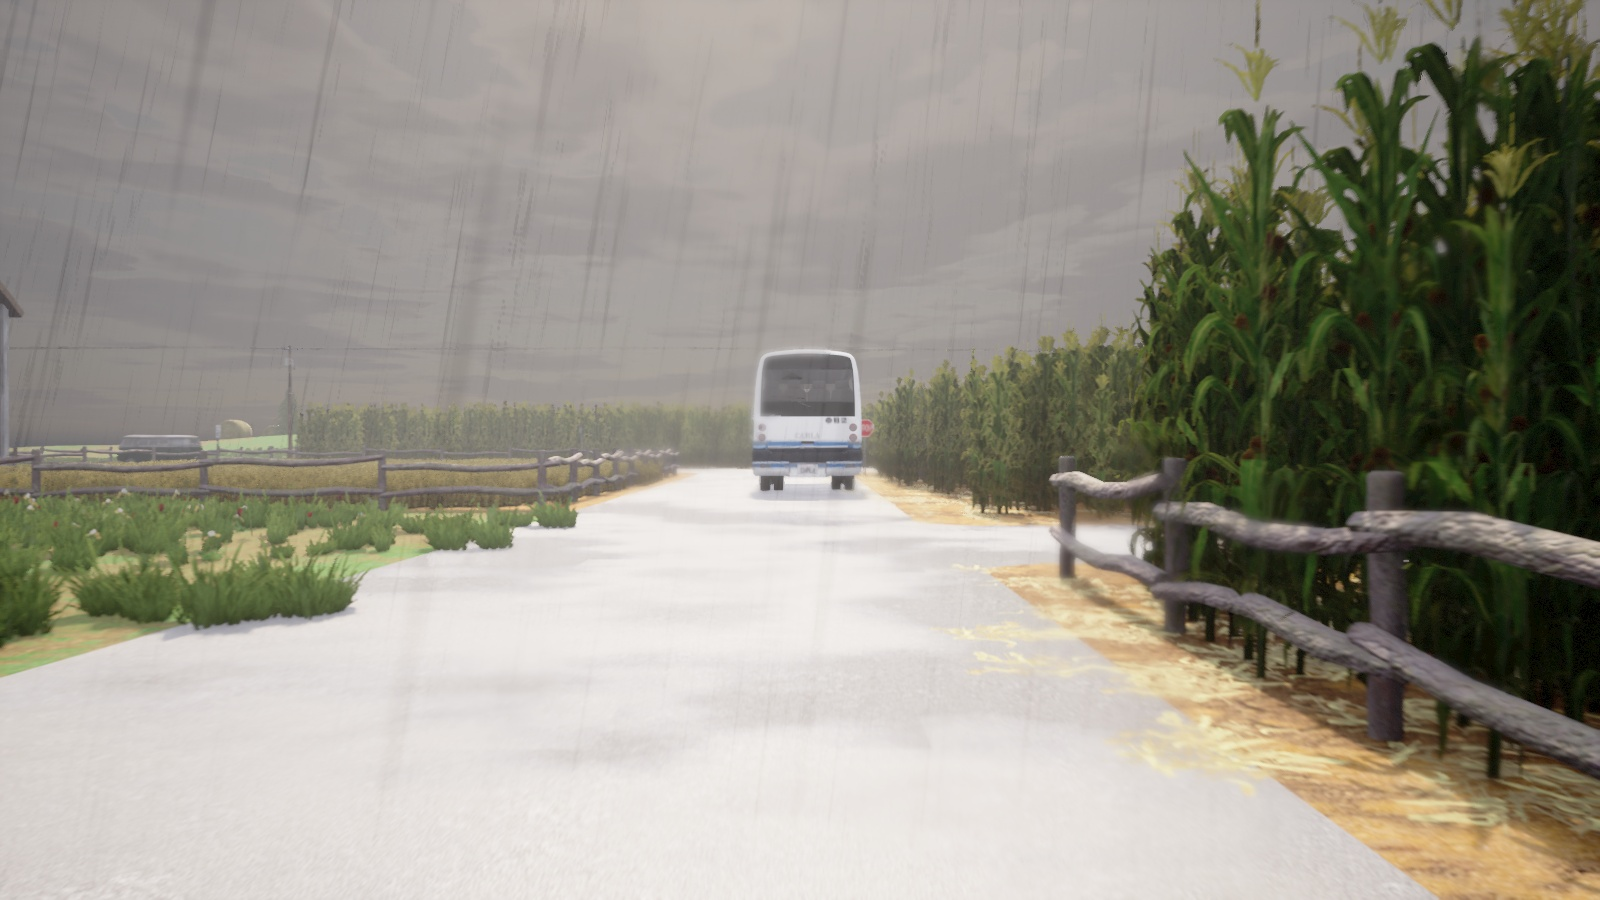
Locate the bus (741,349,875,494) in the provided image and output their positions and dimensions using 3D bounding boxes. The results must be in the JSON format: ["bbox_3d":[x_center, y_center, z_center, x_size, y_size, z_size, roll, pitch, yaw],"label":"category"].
[{"bbox_3d":[0.256,-0.867,42.104,3.944,4.253,10.273,0,0,0],"label":"bus"}]

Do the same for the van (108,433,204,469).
[{"bbox_3d":[-36.099,0.073,70.467,4.442,1.987,1.775,0,0,0],"label":"van"}]
